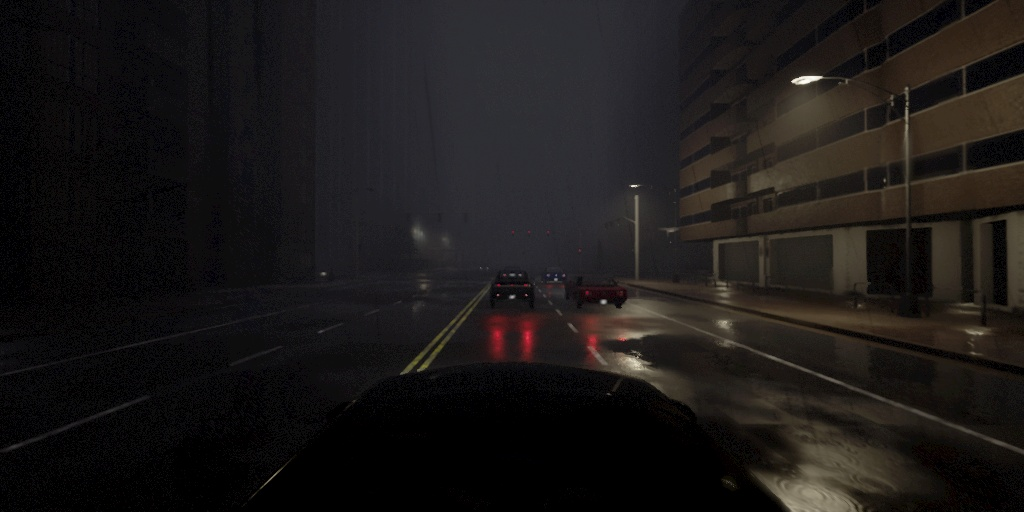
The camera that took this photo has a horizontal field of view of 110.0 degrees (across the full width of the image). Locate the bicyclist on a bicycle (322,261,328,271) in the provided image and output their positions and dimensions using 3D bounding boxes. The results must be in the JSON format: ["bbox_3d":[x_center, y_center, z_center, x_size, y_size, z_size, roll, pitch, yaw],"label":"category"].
[{"bbox_3d":[-28.724,1.555,55.112,0.582,1.620,1.656,0,0,1],"label":"bicyclist on a bicycle"}]

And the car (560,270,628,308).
[{"bbox_3d":[3.515,1.486,15.960,1.895,1.301,4.718,0,-1,0],"label":"car"}]

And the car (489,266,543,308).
[{"bbox_3d":[0.018,1.379,16.154,2.128,1.511,4.902,0,0,0],"label":"car"}]

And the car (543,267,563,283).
[{"bbox_3d":[3.529,1.628,30.959,1.895,1.301,4.718,0,-1,0],"label":"car"}]
